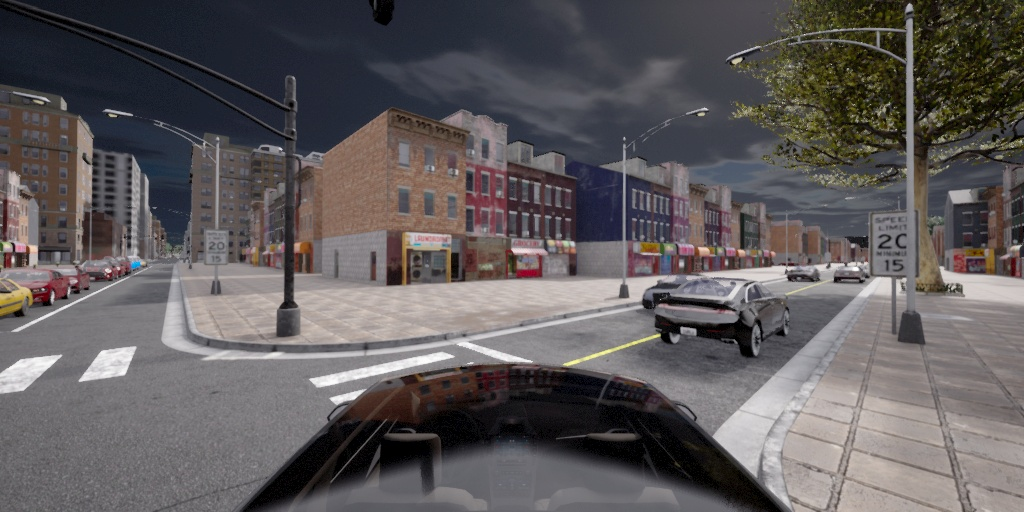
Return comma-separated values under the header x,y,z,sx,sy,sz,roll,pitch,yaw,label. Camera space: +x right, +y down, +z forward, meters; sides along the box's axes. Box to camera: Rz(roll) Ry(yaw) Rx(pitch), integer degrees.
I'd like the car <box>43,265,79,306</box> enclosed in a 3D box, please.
x,y,z,sx,sy,sz,roll,pitch,yaw,label
-19.117,1.188,14.159,1.888,1.381,4.507,0,0,-43,car

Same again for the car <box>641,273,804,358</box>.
x,y,z,sx,sy,sz,roll,pitch,yaw,label
5.234,1.280,8.695,4.902,1.511,2.128,0,-1,-43,car

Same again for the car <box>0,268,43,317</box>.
x,y,z,sx,sy,sz,roll,pitch,yaw,label
-15.167,1.185,9.947,1.751,1.417,4.829,0,0,-43,car

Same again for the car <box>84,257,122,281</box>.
x,y,z,sx,sy,sz,roll,pitch,yaw,label
-30.620,1.044,26.425,1.967,1.591,4.097,0,0,-43,car

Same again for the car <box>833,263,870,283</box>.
x,y,z,sx,sy,sz,roll,pitch,yaw,label
29.308,1.540,31.117,5.357,1.411,2.033,0,-1,-43,car

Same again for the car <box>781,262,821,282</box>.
x,y,z,sx,sy,sz,roll,pitch,yaw,label
26.222,1.540,32.134,5.357,1.411,2.033,1,-1,-43,car

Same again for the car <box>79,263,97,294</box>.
x,y,z,sx,sy,sz,roll,pitch,yaw,label
-22.952,1.210,18.247,1.802,1.307,4.207,0,0,-43,car

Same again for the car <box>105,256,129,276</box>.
x,y,z,sx,sy,sz,roll,pitch,yaw,label
-34.454,1.035,30.513,1.967,1.591,4.097,0,0,-43,car

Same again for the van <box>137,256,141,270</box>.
x,y,z,sx,sy,sz,roll,pitch,yaw,label
-45.957,0.911,42.780,1.690,1.789,3.998,0,0,-43,van

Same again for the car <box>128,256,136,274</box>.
x,y,z,sx,sy,sz,roll,pitch,yaw,label
-38.288,0.900,34.602,2.192,1.841,5.009,0,0,-43,car

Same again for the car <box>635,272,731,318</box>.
x,y,z,sx,sy,sz,roll,pitch,yaw,label
6.809,1.392,14.071,4.181,1.385,1.994,0,-1,-43,car
